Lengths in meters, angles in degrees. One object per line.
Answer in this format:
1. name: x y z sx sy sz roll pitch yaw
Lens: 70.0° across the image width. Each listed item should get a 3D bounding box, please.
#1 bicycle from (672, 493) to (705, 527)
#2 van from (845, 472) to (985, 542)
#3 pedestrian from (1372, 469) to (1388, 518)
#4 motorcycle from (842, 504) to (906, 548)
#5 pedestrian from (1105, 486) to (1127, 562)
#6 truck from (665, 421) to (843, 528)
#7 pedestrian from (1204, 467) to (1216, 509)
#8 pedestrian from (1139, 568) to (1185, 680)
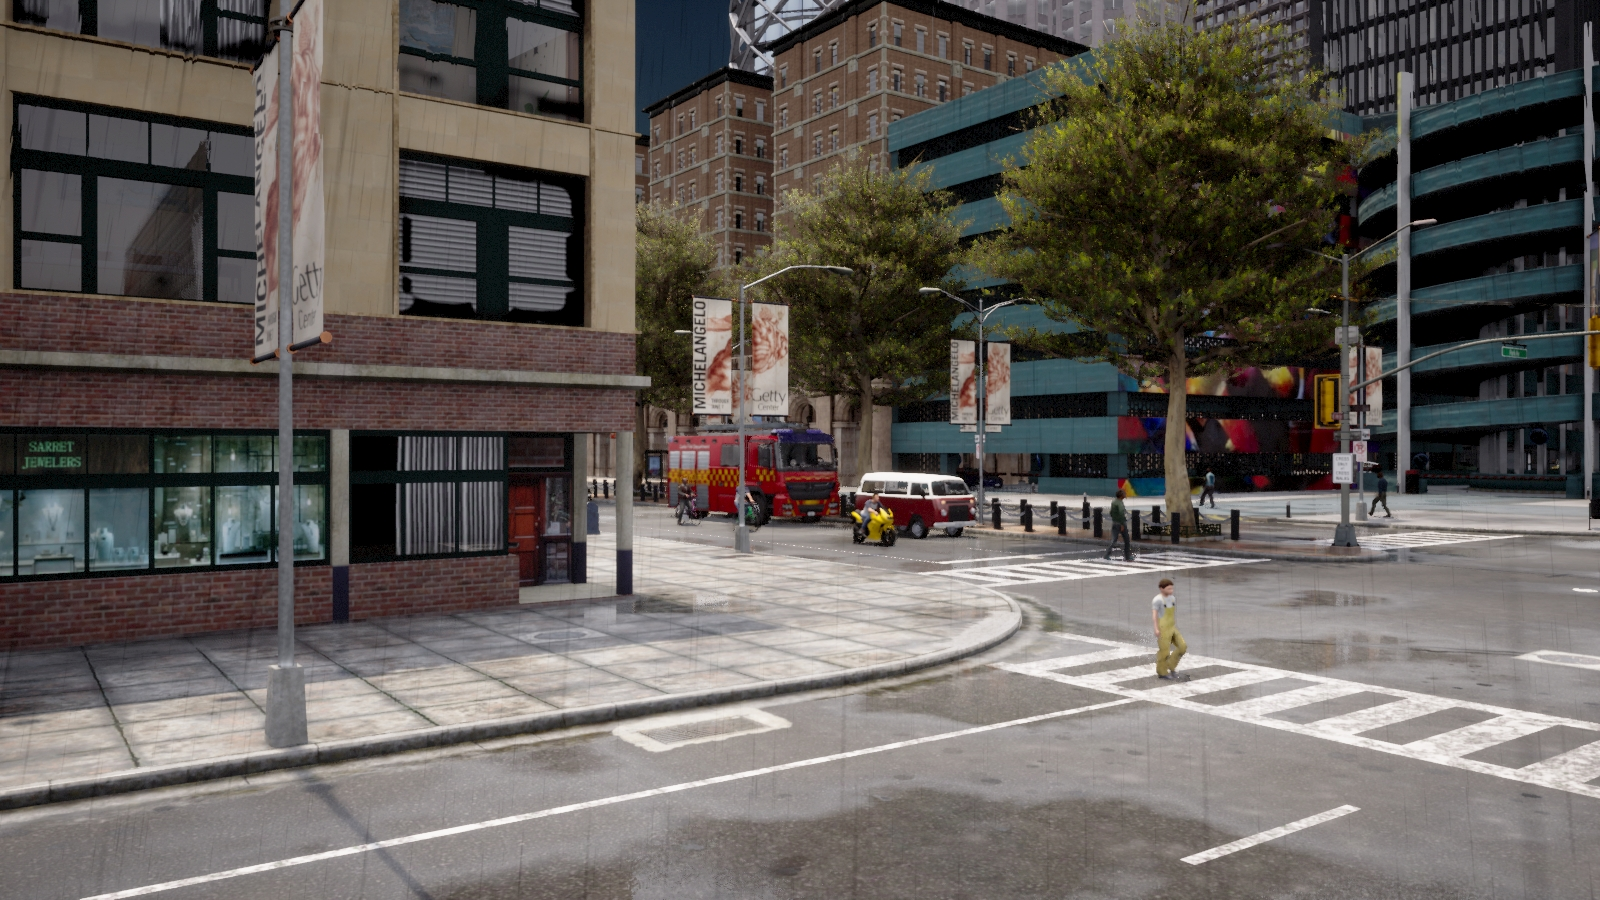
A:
1. bicycle: -4.114 2.202 42.035 0.329 1.171 1.835 0 0 -35
2. van: 3.660 1.774 37.103 2.069 2.038 4.480 0 0 -35
3. pedestrian: 22.245 1.679 43.824 0.375 1.860 0.375 0 0 -30
4. motorcycle: 2.146 2.204 33.406 0.803 1.145 2.033 0 0 -34
5. pedestrian: 7.884 1.839 28.503 0.375 1.860 0.375 0 0 -19
6. truck: -2.018 0.881 45.137 2.891 3.827 8.468 0 0 -35
7. pedestrian: 18.313 1.681 51.015 0.375 1.860 0.375 0 0 -28
8. pedestrian: 4.440 2.124 14.011 0.375 1.300 0.375 0 0 -30
